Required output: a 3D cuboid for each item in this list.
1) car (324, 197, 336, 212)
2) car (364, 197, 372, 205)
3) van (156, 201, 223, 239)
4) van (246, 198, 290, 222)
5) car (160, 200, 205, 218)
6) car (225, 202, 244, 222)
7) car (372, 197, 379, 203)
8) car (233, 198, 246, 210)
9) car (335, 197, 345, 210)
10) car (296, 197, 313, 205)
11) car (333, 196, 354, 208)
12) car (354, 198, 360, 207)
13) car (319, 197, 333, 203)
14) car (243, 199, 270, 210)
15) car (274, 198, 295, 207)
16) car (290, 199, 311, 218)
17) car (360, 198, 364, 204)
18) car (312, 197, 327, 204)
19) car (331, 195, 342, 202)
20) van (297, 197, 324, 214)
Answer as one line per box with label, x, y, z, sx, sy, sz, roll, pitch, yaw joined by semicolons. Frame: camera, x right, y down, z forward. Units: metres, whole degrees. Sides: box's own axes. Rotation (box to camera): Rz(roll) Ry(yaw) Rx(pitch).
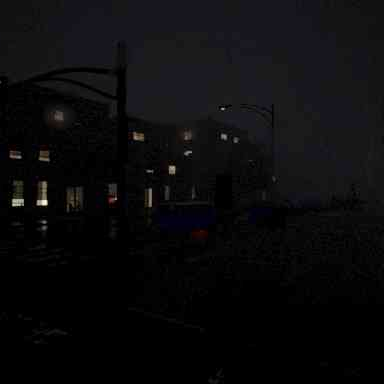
car;15.755;1.671;40.435;1.752;1.417;4.829;0;0;35
car;34.646;1.809;67.444;1.887;1.381;4.507;0;0;35
van;-0.167;1.406;17.672;1.690;1.788;3.998;0;0;35
van;6.163;1.436;26.722;1.690;1.788;3.998;0;0;35
car;-0.792;1.558;31.400;1.752;1.417;4.829;0;0;35
car;1.749;1.665;24.909;1.895;1.301;4.718;1;0;35
car;44.141;1.899;81.018;1.947;1.339;4.313;0;0;35
car;5.636;1.506;40.590;1.967;1.590;4.097;0;0;35
car;18.821;1.729;44.820;1.947;1.339;4.313;0;0;35
car;21.459;1.705;63.212;1.887;1.381;4.507;0;0;35
car;21.988;1.497;49.346;2.192;1.841;5.009;0;0;35
car;25.153;1.516;53.871;2.192;1.841;5.009;0;0;35
car;30.953;1.792;76.787;1.947;1.339;4.313;0;0;35
car;8.800;1.628;45.114;1.887;1.381;4.507;0;0;35
car;15.130;1.665;54.163;1.887;1.381;4.507;0;0;35
car;9.327;1.655;31.245;1.887;1.381;4.507;0;0;35
car;28.414;1.748;58.534;1.752;1.417;4.829;0;0;35
car;27.691;1.728;72.122;1.752;1.417;4.829;0;0;35
car;37.284;1.712;85.836;1.967;1.590;4.097;0;0;35
van;12.493;1.469;35.771;1.690;1.788;3.998;0;0;35
